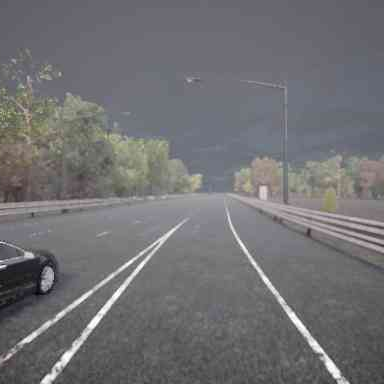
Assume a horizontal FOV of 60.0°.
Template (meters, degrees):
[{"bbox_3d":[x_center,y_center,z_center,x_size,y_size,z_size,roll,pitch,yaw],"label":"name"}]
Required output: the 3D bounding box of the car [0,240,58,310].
[{"bbox_3d":[-4.181,1.520,5.850,1.837,1.490,4.892,0,0,5],"label":"car"}]
